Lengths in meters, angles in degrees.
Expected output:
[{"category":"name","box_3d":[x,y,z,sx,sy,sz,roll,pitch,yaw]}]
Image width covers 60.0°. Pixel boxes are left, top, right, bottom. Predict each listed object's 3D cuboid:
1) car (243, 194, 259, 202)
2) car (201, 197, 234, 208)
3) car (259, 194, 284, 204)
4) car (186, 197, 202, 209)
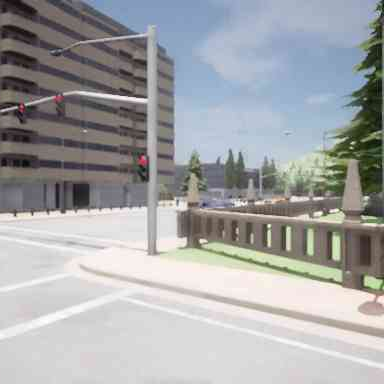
[{"category":"car","box_3d":[10.114,1.162,55.146,1.837,1.490,4.892,0,0,35]},{"category":"car","box_3d":[3.424,1.574,39.500,1.812,1.442,4.674,0,0,35]},{"category":"car","box_3d":[13.008,1.209,53.177,2.097,1.767,4.553,0,0,35]},{"category":"car","box_3d":[1.163,1.399,42.393,2.097,1.767,4.553,0,0,35]}]
